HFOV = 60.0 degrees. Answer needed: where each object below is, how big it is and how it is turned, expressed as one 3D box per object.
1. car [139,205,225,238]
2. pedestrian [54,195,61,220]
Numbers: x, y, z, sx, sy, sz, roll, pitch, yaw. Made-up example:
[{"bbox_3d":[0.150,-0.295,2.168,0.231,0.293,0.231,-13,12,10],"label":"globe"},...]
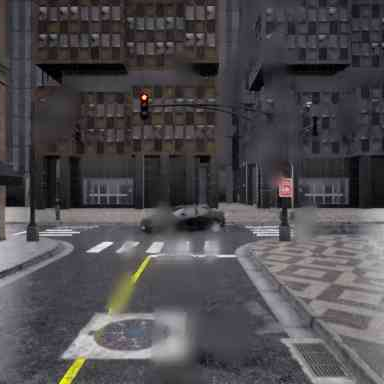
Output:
[{"bbox_3d":[-0.452,1.475,17.786,5.008,1.535,1.882,0,-1,-39],"label":"car"},{"bbox_3d":[-9.842,1.152,24.394,0.375,1.860,0.375,0,0,1],"label":"pedestrian"}]
